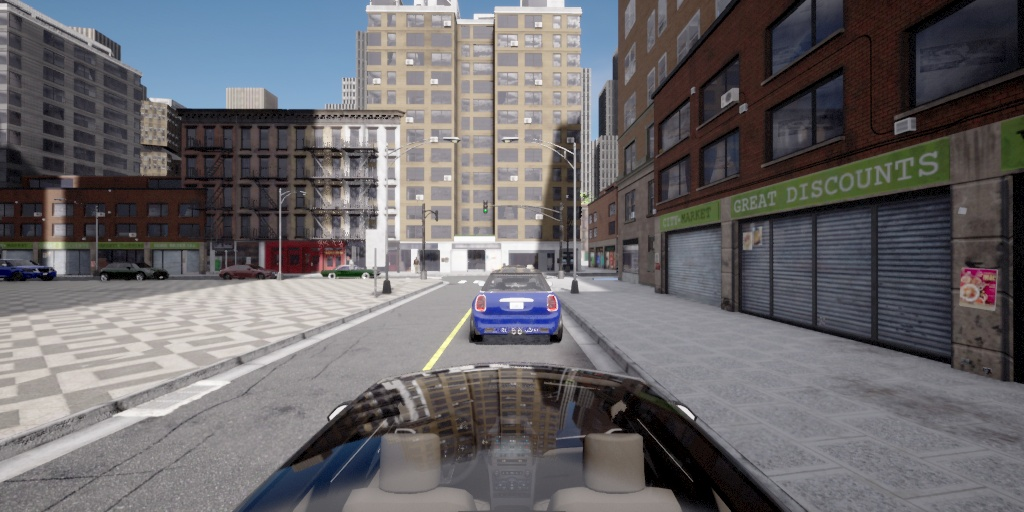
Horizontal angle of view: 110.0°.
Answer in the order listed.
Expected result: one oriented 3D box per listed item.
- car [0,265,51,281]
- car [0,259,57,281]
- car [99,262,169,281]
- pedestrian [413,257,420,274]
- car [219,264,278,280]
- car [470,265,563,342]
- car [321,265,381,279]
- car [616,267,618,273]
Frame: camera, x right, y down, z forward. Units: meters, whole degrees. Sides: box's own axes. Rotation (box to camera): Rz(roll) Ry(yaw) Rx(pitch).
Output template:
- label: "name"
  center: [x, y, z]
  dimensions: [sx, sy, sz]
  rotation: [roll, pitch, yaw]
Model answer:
- label: "car"
  center: [-48.008, 1.629, 34.659]
  dimensions: [4.181, 1.385, 1.994]
  rotation: [0, 0, -1]
- label: "car"
  center: [-43.875, 1.256, 31.562]
  dimensions: [5.566, 2.045, 2.150]
  rotation: [0, 0, 0]
- label: "car"
  center: [-33.254, 1.324, 31.670]
  dimensions: [4.553, 1.767, 2.097]
  rotation: [0, 0, -1]
- label: "pedestrian"
  center: [-10.204, 0.969, 38.220]
  dimensions: [0.375, 1.860, 0.375]
  rotation: [0, 0, -1]
- label: "car"
  center: [-23.305, 1.433, 31.818]
  dimensions: [4.674, 1.442, 1.812]
  rotation: [0, 0, -1]
- label: "car"
  center: [0.095, 1.101, 9.941]
  dimensions: [2.097, 1.767, 4.553]
  rotation: [0, 0, 0]
- label: "car"
  center: [-14.235, 1.442, 31.926]
  dimensions: [4.718, 1.301, 1.895]
  rotation: [0, 0, -1]
- label: "car"
  center: [12.844, 1.118, 35.508]
  dimensions: [4.892, 1.490, 1.837]
  rotation: [-1, 0, -1]
